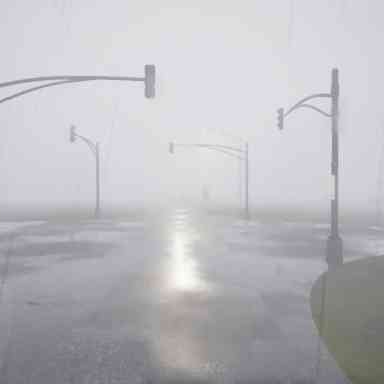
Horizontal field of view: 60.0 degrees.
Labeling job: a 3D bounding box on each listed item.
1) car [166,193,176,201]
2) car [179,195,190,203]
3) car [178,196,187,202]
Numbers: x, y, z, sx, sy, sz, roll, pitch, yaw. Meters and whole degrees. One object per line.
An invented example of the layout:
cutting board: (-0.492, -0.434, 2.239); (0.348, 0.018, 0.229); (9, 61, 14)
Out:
car: (-4.619, 1.041, 73.976); (2.097, 1.767, 4.553); (0, 0, -3)
car: (-1.631, 1.410, 69.883); (2.097, 1.767, 4.553); (0, 0, -3)
car: (-2.235, 1.589, 79.958); (1.895, 1.301, 4.718); (0, 0, -4)
